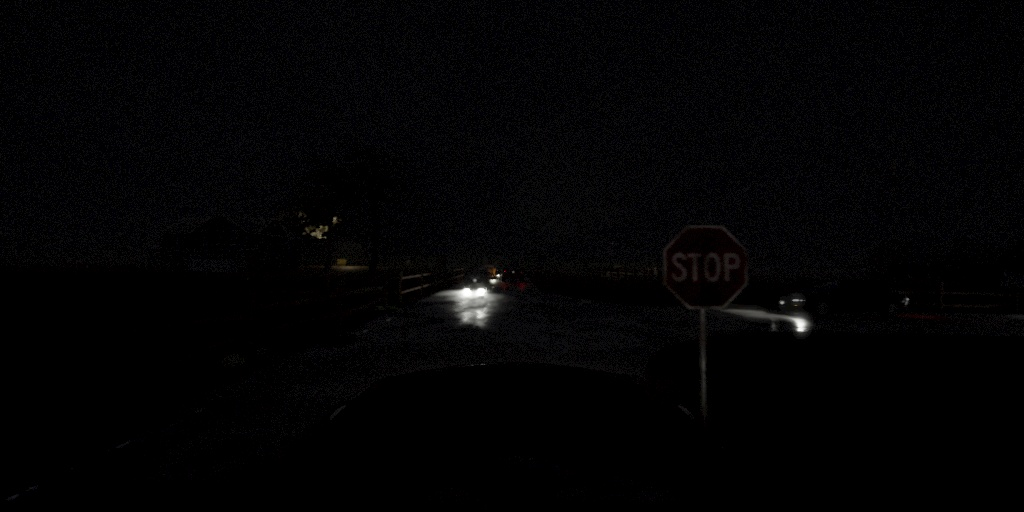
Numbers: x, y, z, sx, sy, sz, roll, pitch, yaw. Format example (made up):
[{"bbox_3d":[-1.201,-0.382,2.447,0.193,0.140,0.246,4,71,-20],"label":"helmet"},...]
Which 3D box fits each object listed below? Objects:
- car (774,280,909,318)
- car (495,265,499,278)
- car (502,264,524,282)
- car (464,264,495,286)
[{"bbox_3d":[14.069,1.792,15.490,4.892,1.490,1.837,1,-2,0],"label":"car"},{"bbox_3d":[-2.822,1.803,40.946,1.882,1.535,5.008,0,0,0],"label":"car"},{"bbox_3d":[0.123,1.597,35.984,2.097,1.767,4.553,0,-1,0],"label":"car"},{"bbox_3d":[-2.831,1.640,29.789,2.128,1.511,4.902,0,-1,0],"label":"car"}]
